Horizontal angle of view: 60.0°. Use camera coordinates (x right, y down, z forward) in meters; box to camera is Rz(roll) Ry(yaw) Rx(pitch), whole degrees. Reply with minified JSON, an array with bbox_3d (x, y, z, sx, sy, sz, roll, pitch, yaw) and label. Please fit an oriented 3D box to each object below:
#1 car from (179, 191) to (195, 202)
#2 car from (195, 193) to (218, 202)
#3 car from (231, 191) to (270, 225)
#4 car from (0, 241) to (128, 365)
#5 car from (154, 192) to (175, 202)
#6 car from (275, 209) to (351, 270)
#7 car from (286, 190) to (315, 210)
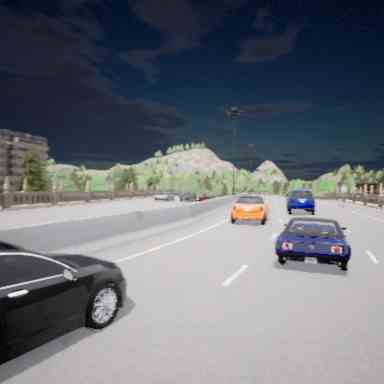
[{"bbox_3d":[-0.473,0.657,48.260,1.837,1.490,4.892,1,1,14],"label":"car"},{"bbox_3d":[2.160,0.863,44.266,1.895,1.301,4.718,1,1,14],"label":"car"},{"bbox_3d":[3.900,1.025,21.684,2.097,1.767,4.553,1,1,16],"label":"car"},{"bbox_3d":[-2.810,1.368,4.225,1.837,1.490,4.892,2,1,27],"label":"car"},{"bbox_3d":[-4.028,0.694,48.464,1.895,1.301,4.718,1,1,14],"label":"car"},{"bbox_3d":[3.941,1.466,10.731,1.895,1.301,4.718,1,1,22],"label":"car"},{"bbox_3d":[9.659,0.850,29.674,2.150,2.045,5.566,1,1,14],"label":"car"}]
